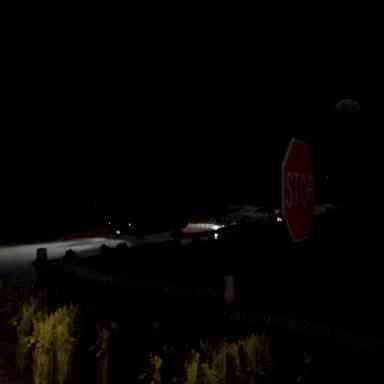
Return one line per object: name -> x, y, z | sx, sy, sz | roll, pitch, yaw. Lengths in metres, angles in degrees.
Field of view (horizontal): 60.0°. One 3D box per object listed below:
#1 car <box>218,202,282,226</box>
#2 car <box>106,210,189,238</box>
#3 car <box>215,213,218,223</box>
car -> 3.737, 1.587, 20.538 | 1.812, 1.442, 4.674 | -1, -1, 36
car -> -2.265, 1.644, 17.808 | 1.895, 1.301, 4.718 | -1, -1, 36
car -> 3.581, 1.652, 25.915 | 1.812, 1.442, 4.674 | -1, -1, 36
